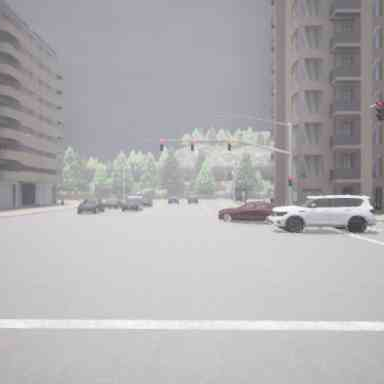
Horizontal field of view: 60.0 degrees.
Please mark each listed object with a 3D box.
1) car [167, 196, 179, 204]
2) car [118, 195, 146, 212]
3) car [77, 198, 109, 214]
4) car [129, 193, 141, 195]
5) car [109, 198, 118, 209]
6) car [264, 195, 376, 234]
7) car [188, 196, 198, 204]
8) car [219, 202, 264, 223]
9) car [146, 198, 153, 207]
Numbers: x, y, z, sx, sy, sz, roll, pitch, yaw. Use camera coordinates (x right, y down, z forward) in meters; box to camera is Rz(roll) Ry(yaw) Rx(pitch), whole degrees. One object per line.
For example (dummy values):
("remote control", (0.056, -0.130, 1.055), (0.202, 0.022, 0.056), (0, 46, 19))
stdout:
("car", (-3.335, 1.456, 60.395), (1.812, 1.442, 4.674), (0, 0, 0))
("car", (-6.966, 1.460, 39.038), (1.837, 1.490, 4.892), (0, 0, 0))
("car", (-10.491, 1.465, 34.853), (1.837, 1.490, 4.892), (0, 0, 0))
("car", (-10.339, 1.149, 60.194), (2.150, 2.045, 5.566), (0, 0, 0))
("car", (-10.461, 1.475, 44.103), (1.812, 1.442, 4.674), (0, 0, 0))
("car", (7.201, 1.201, 18.580), (5.566, 2.045, 2.150), (0, 0, 1))
("car", (0.165, 1.422, 60.385), (2.128, 1.511, 4.902), (0, 0, 0))
("car", (4.385, 1.450, 23.961), (5.008, 1.535, 1.882), (0, 1, 23))
("car", (-6.924, 1.508, 48.982), (1.994, 1.385, 4.181), (0, 0, 1))
